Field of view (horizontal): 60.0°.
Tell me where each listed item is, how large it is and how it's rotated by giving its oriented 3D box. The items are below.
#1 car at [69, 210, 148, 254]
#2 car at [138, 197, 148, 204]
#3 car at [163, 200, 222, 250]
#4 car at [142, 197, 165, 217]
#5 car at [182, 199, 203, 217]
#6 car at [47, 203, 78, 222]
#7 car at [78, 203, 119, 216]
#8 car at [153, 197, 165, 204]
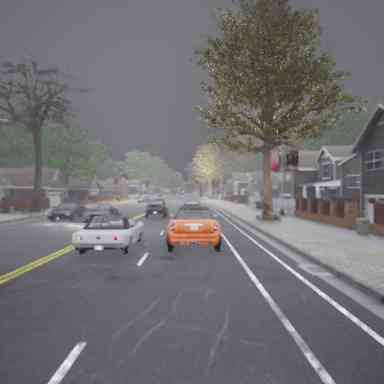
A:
[{"bbox_3d":[-3.170,1.609,13.529,1.895,1.301,4.718,0,0,0],"label":"car"},{"bbox_3d":[-9.866,1.645,67.939,2.033,1.411,5.357,0,0,0],"label":"car"},{"bbox_3d":[0.077,1.359,14.434,2.097,1.767,4.553,0,0,0],"label":"car"},{"bbox_3d":[-3.203,1.528,31.260,1.837,1.490,4.892,0,0,0],"label":"car"},{"bbox_3d":[0.048,1.502,32.709,1.882,1.535,5.008,0,0,0],"label":"car"},{"bbox_3d":[-9.894,1.568,27.165,2.033,1.411,5.357,0,0,0],"label":"car"},{"bbox_3d":[-6.638,1.580,24.758,1.994,1.385,4.181,0,0,0],"label":"car"},{"bbox_3d":[-6.615,1.714,66.654,1.895,1.301,4.718,0,0,0],"label":"car"}]
